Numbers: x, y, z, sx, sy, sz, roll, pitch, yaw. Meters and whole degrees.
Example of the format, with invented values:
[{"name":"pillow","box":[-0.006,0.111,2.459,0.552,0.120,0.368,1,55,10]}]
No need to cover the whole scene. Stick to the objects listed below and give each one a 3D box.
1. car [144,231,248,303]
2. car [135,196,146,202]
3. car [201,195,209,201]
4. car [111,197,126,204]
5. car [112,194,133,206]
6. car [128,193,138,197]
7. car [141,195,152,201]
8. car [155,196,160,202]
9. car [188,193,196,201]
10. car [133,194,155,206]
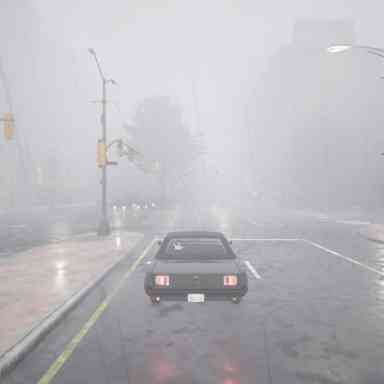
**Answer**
[{"name":"car","box":[0.076,1.601,8.154,1.895,1.301,4.718,0,0,0]},{"name":"car","box":[-11.489,1.552,74.399,1.994,1.385,4.181,0,0,0]},{"name":"car","box":[3.513,1.595,86.971,1.895,1.301,4.718,0,0,0]},{"name":"car","box":[-14.740,1.595,66.810,1.895,1.301,4.718,0,0,0]},{"name":"car","box":[-11.580,1.525,55.103,1.812,1.442,4.674,0,0,0]},{"name":"car","box":[-11.528,1.221,64.515,2.150,2.045,5.566,0,0,1]},{"name":"car","box":[-11.487,1.525,84.632,2.128,1.511,4.902,0,0,0]},{"name":"car","box":[-8.020,1.564,65.737,1.994,1.385,4.181,0,0,1]},{"name":"car","box":[0.013,1.540,85.794,2.033,1.411,5.357,0,0,0]},{"name":"car","box":[-8.080,1.547,56.501,2.033,1.411,5.357,0,0,0]}]
